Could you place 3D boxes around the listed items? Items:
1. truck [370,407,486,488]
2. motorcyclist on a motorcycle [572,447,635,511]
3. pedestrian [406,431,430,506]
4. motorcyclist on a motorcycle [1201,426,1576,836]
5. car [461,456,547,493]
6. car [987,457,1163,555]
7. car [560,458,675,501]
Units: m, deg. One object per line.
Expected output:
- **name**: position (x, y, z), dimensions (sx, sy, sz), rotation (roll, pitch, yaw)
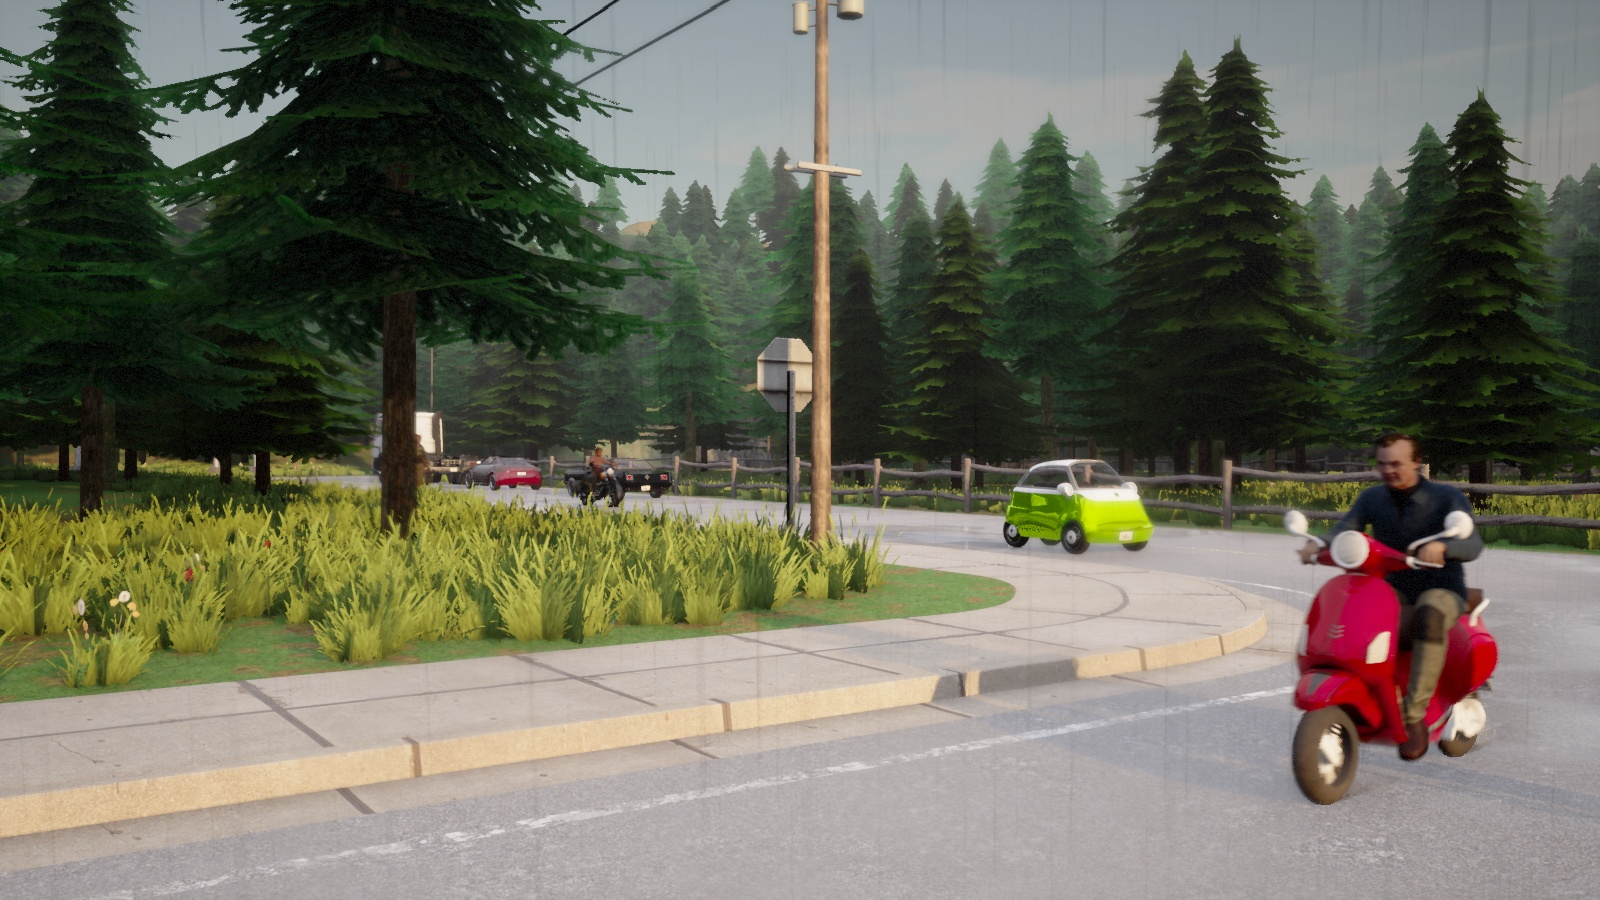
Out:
- **truck**: position (-17.312, -0.085, 58.062), dimensions (2.891, 3.462, 7.936), rotation (0, 0, -34)
- **motorcyclist on a motorcycle**: position (-5.304, 0.761, 33.747), dimensions (0.766, 1.649, 2.350), rotation (0, 0, -34)
- **pedestrian**: position (-9.996, 0.478, 32.822), dimensions (0.395, 1.930, 0.692), rotation (0, 0, -35)
- **motorcyclist on a motorcycle**: position (2.752, 0.707, 5.790), dimensions (1.817, 1.590, 0.866), rotation (0, -1, -40)
- **car**: position (-11.763, 0.929, 49.735), dimensions (1.994, 1.385, 4.181), rotation (0, 0, -34)
- **car**: position (4.138, 0.803, 19.073), dimensions (1.481, 1.376, 2.207), rotation (0, 0, -32)
- **car**: position (-6.036, 0.932, 41.131), dimensions (1.895, 1.301, 4.718), rotation (0, 0, -34)
